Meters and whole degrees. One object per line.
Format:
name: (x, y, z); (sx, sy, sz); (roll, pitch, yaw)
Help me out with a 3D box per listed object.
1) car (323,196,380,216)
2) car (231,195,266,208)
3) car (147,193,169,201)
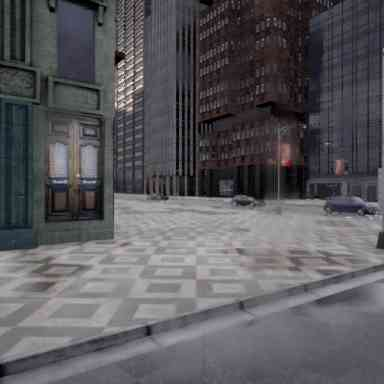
car: (14.272, 1.135, 29.792); (2.097, 1.767, 4.553); (0, 1, -35)
car: (6.802, 1.116, 40.392); (1.837, 1.490, 4.892); (0, 2, -36)
car: (-6.048, 0.882, 58.805); (2.033, 1.411, 5.357); (0, 1, -35)
